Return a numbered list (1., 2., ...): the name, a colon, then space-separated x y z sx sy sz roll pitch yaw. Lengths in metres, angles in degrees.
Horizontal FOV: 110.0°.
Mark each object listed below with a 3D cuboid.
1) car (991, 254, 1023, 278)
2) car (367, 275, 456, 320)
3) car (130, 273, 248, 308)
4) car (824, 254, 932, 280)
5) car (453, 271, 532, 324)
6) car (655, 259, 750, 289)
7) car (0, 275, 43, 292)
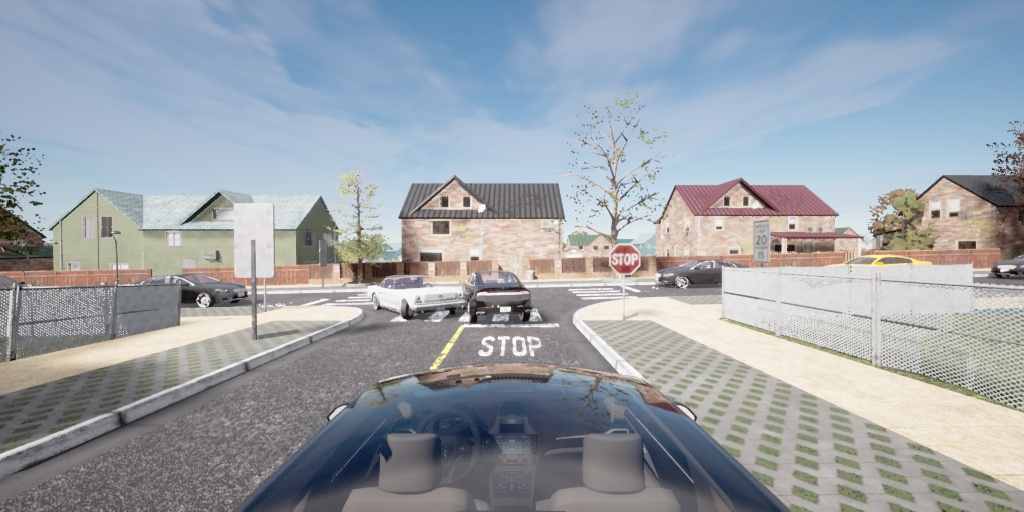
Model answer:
1. car: 29.388 0.477 19.595 4.902 1.511 2.128 -1 1 0
2. car: -3.600 1.367 12.977 1.895 1.301 4.718 0 0 -38
3. car: -14.900 1.566 16.474 4.902 1.511 2.128 -1 1 0
4. car: 19.763 0.690 19.560 5.008 1.535 1.882 -1 1 -1
5. car: -0.684 1.242 12.117 2.128 1.511 4.902 0 0 -12
6. car: 10.333 0.925 19.524 4.902 1.511 2.128 -1 1 0
7. car: -24.238 1.648 16.434 4.553 1.767 2.097 -1 1 0
